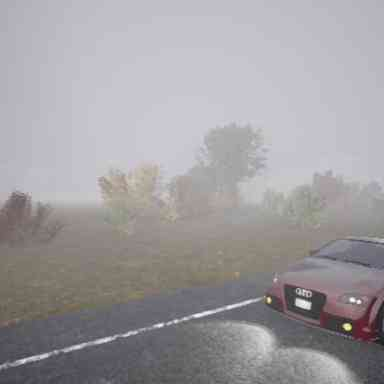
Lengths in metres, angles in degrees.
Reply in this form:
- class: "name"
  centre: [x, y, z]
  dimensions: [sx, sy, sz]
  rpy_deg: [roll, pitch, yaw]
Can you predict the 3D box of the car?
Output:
- class: "car"
  centre: [3.376, 1.600, 6.444]
  dimensions: [4.181, 1.385, 1.994]
  rpy_deg: [0, 0, -36]
